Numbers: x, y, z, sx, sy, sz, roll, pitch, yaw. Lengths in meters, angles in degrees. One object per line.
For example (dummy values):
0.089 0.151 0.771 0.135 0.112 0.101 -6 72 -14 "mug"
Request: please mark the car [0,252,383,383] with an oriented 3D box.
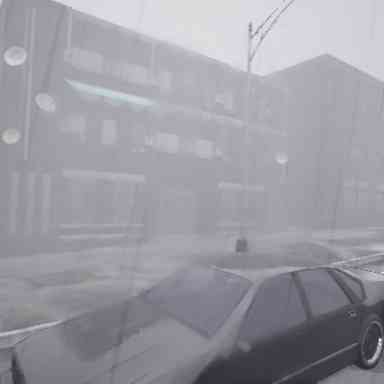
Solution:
0.717 1.561 4.200 5.357 1.411 2.033 0 0 -36 "car"
